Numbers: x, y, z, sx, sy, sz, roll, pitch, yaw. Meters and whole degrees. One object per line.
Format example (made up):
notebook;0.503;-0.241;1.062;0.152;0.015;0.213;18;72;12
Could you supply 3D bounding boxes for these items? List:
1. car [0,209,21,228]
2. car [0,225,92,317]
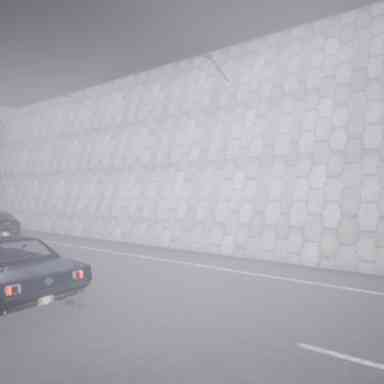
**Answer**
car;-9.716;1.495;15.233;4.892;1.490;1.837;0;0;36
car;-4.348;1.596;7.094;4.718;1.301;1.895;0;0;36
